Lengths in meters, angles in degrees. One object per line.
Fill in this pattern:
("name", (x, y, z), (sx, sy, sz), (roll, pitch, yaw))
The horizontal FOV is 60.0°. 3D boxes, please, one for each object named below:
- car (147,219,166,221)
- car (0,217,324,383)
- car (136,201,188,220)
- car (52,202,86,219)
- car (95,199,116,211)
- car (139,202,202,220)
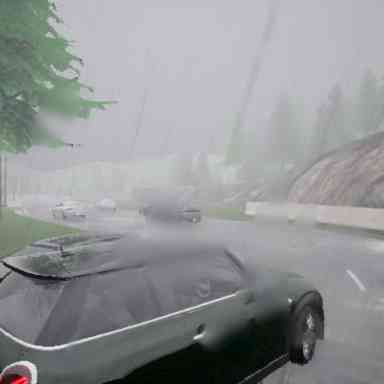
("car", (-1.969, 1.561, 6.944), (2.033, 1.411, 5.357), (0, 0, 35))
("car", (-0.203, 1.361, 4.091), (4.553, 1.767, 2.097), (0, -1, -45))
("car", (-2.849, 1.617, 30.550), (2.033, 1.411, 5.357), (0, 0, -40))
("car", (-10.883, 1.579, 29.398), (1.812, 1.442, 4.674), (0, 0, -38))
("car", (-10.961, 1.611, 42.180), (1.812, 1.442, 4.674), (0, 0, -29))
("car", (-1.340, 1.546, 23.069), (2.128, 1.511, 4.902), (0, 0, -38))
